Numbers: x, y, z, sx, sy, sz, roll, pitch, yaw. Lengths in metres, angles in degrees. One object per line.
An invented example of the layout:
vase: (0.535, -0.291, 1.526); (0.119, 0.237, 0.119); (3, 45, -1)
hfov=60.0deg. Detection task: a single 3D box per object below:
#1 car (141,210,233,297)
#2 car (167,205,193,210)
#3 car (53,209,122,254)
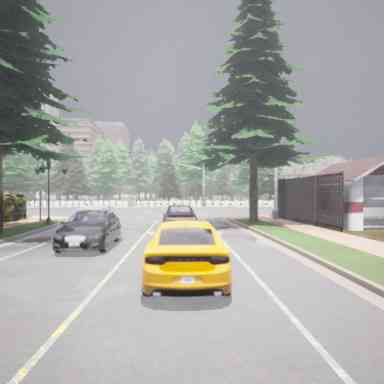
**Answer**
car: (-0.162, 1.477, 8.656); (1.882, 1.535, 5.008); (0, 0, -2)
car: (-0.708, 1.492, 18.486); (2.128, 1.511, 4.902); (0, 0, -4)
car: (-4.068, 1.491, 13.579); (2.128, 1.511, 4.902); (0, 0, -3)
